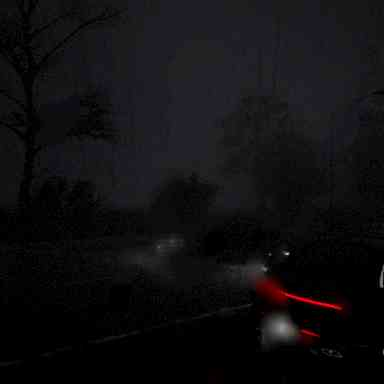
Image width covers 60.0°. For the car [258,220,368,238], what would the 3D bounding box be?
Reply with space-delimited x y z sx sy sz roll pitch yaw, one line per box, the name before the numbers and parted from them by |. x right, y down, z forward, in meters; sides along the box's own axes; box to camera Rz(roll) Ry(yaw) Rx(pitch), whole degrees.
car | 4.502 1.644 10.736 4.181 1.385 1.994 1 0 -30

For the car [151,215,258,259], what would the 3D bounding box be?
car | 1.177 1.599 12.899 5.357 1.411 2.033 1 0 -31

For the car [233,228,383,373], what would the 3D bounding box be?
car | 3.228 1.556 5.666 4.892 1.490 1.837 1 0 -32
